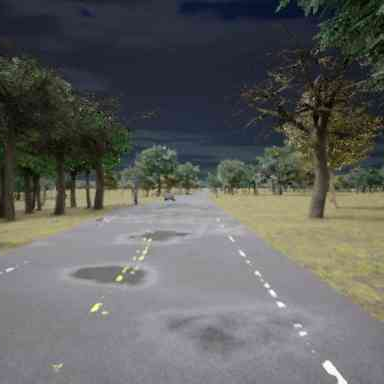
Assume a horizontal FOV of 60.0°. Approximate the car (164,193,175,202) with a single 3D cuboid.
[{"bbox_3d":[-5.389,1.286,79.782,2.150,2.045,5.566,0,0,1],"label":"car"}]
